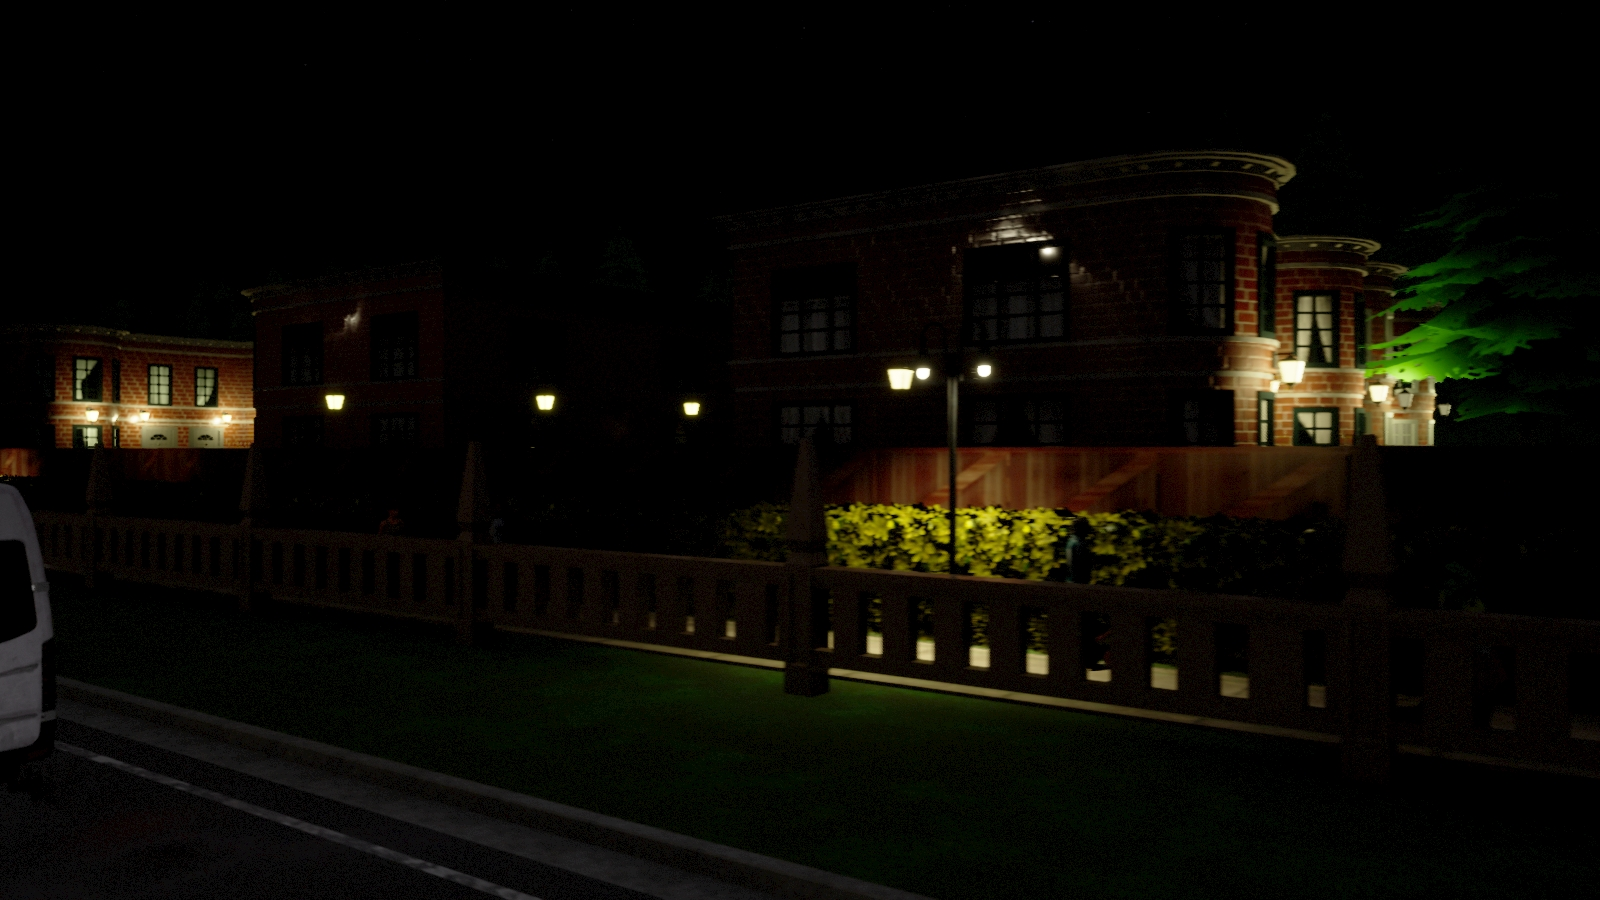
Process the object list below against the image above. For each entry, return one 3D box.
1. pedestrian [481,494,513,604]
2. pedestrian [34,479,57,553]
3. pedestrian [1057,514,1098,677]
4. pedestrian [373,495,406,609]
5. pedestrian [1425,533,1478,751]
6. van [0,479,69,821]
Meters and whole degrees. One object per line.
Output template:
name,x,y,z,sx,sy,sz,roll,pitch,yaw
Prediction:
pedestrian,-5.252,1.694,19.792,0.375,1.860,0.375,0,0,37
pedestrian,-19.462,1.693,29.481,0.375,1.860,0.375,0,0,35
pedestrian,3.269,1.694,13.439,0.375,1.860,0.375,0,0,31
pedestrian,-6.881,1.694,19.164,0.375,1.860,0.375,0,0,35
pedestrian,5.830,1.696,10.226,0.375,1.860,0.375,0,0,36
van,-8.770,1.533,9.921,5.915,2.561,1.988,0,0,35
